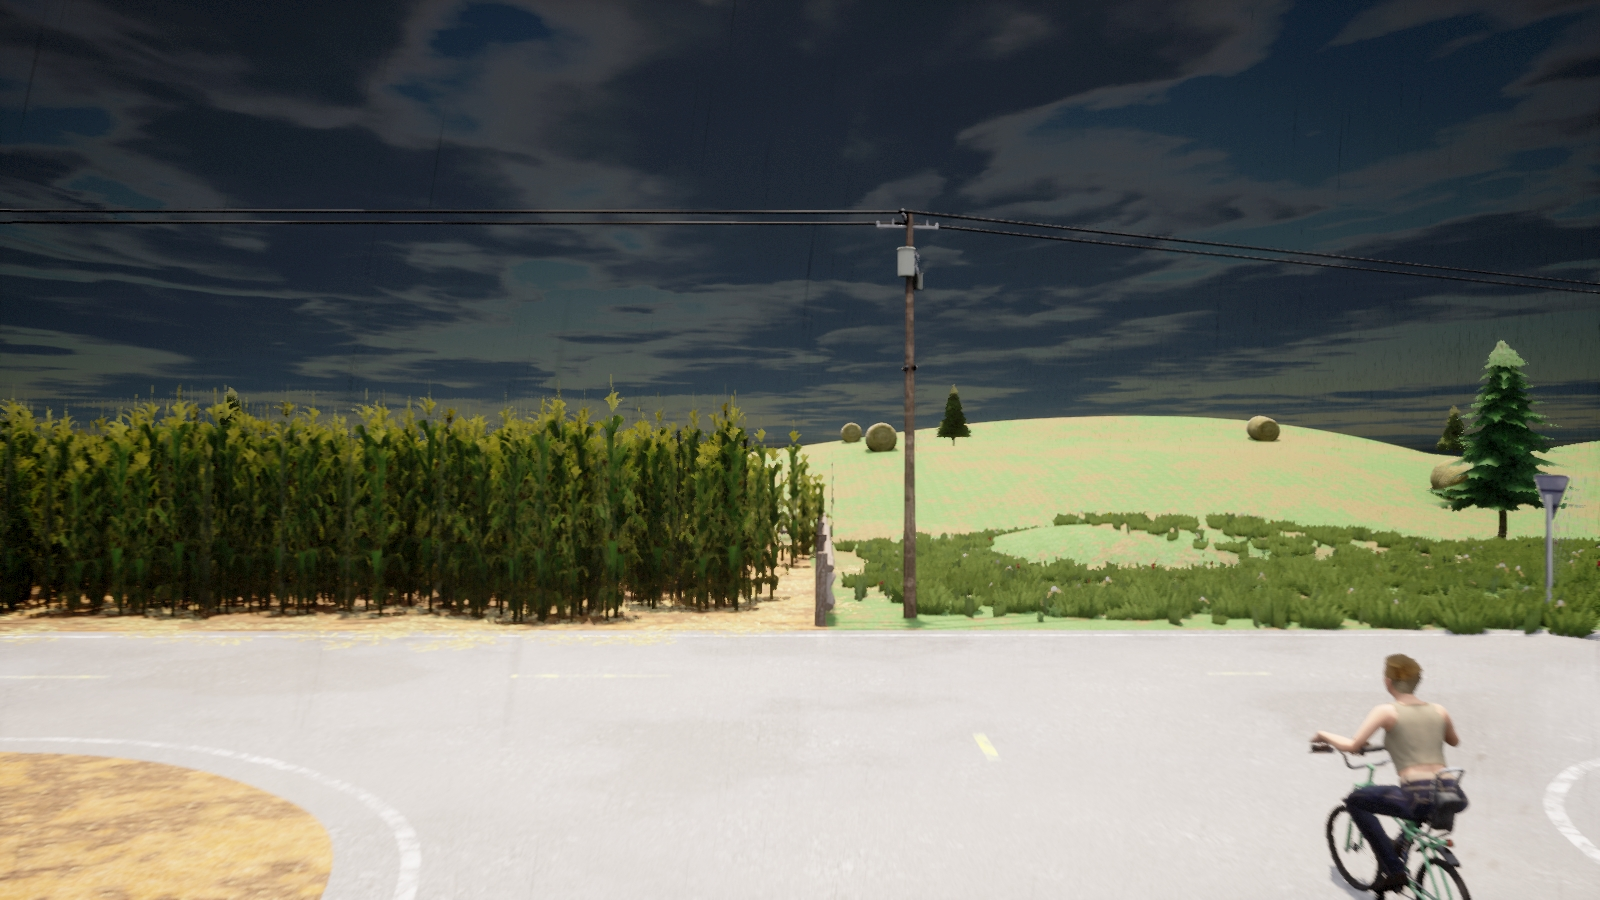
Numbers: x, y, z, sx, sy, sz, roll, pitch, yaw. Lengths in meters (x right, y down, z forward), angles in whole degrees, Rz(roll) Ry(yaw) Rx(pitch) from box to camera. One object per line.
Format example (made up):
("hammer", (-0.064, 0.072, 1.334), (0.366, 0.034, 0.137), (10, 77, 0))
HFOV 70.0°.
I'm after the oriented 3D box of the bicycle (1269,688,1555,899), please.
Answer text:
("bicycle", (3.551, 2.117, 6.795), (0.859, 1.080, 1.487), (-1, 0, -2))
